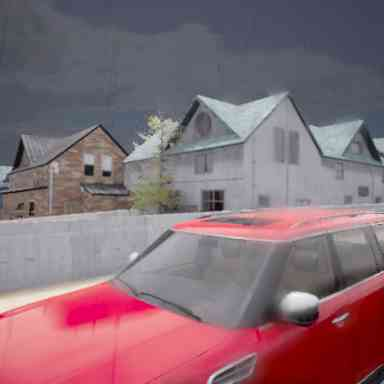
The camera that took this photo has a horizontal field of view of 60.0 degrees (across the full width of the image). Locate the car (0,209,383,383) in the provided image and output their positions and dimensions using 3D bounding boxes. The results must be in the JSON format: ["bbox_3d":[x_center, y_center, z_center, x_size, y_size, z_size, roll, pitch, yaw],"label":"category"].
[{"bbox_3d":[0.657,1.267,3.628,5.566,2.045,2.150,0,-1,-40],"label":"car"}]
